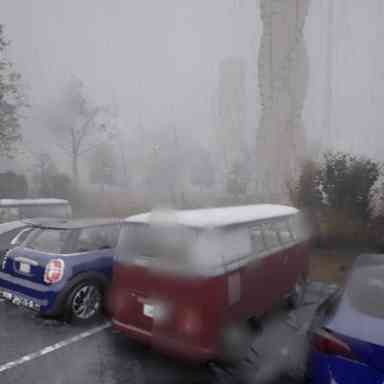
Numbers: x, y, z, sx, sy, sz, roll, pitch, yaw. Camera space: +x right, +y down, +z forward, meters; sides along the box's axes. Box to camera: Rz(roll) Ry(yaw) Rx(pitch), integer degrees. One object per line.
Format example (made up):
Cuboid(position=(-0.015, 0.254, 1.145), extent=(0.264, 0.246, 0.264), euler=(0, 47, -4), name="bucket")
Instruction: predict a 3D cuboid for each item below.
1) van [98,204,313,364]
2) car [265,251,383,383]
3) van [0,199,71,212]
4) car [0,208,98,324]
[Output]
Cuboid(position=(0.758, 1.250, 5.977), extent=(1.878, 1.987, 4.442), euler=(0, 0, 36), name="van")
Cuboid(position=(2.948, 1.509, 4.307), extent=(2.163, 1.488, 4.792), euler=(0, 0, 36), name="car")
Cuboid(position=(-6.107, 1.212, 10.592), extent=(1.878, 1.987, 4.442), euler=(1, 0, 36), name="van")
Cuboid(position=(-1.675, 1.343, 7.533), extent=(2.185, 1.767, 4.553), euler=(0, 0, 36), name="car")
